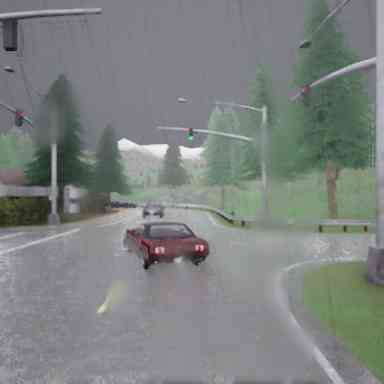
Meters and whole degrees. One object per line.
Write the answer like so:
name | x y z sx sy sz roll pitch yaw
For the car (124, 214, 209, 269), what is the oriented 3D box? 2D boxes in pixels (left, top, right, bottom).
car | -1.126 1.672 11.604 1.895 1.301 4.718 0 0 -20

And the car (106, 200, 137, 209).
car | -10.344 1.882 49.390 4.718 1.301 1.895 0 0 16

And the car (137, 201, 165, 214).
car | -3.637 1.671 32.158 2.128 1.511 4.902 0 0 -1
